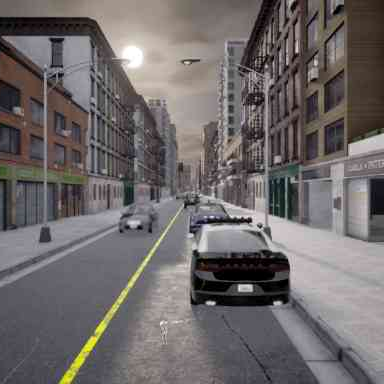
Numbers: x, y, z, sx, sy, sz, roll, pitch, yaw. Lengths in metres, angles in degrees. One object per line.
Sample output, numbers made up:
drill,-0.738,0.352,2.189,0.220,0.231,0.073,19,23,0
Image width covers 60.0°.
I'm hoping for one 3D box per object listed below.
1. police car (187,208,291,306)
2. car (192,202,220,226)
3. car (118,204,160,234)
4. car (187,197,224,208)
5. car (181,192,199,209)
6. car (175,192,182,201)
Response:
police car,0.906,1.424,8.221,1.930,1.638,5.238,0,0,0
car,0.918,1.519,24.111,1.812,1.442,4.674,0,0,0
car,-2.986,1.487,19.442,2.128,1.511,4.902,0,0,0
car,0.912,1.347,18.081,2.097,1.767,4.553,0,0,0
car,0.036,1.194,45.202,2.150,2.045,5.566,0,0,0
car,-2.940,1.112,82.300,2.150,2.045,5.566,0,0,0
